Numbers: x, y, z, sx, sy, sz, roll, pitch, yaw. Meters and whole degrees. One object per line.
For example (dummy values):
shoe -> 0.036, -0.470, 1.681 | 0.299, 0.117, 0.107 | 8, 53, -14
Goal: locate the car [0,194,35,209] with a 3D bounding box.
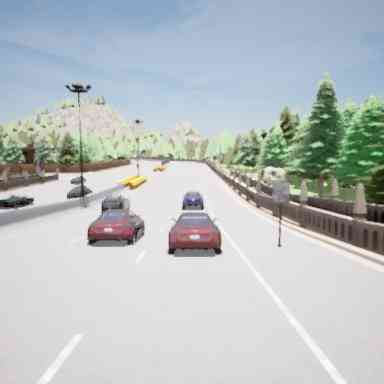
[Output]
car -> -17.587, 0.904, 32.995 | 1.895, 1.301, 4.718 | 0, 4, 0

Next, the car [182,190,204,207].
car -> 0.103, 0.612, 33.621 | 2.097, 1.767, 4.553 | 0, 4, 0

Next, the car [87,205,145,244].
car -> -3.398, 1.501, 15.516 | 1.994, 1.385, 4.181 | 0, 0, 0

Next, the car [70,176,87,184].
car -> -20.935, -2.178, 61.195 | 1.994, 1.385, 4.181 | 0, 7, 1

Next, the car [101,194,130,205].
car -> -6.897, 0.968, 30.341 | 2.128, 1.511, 4.902 | 0, 3, 0

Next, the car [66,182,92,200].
car -> -14.058, 0.036, 41.575 | 1.882, 1.535, 5.008 | 0, 6, 0

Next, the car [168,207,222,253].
car -> 0.101, 1.510, 13.458 | 1.994, 1.385, 4.181 | 0, 0, 0
